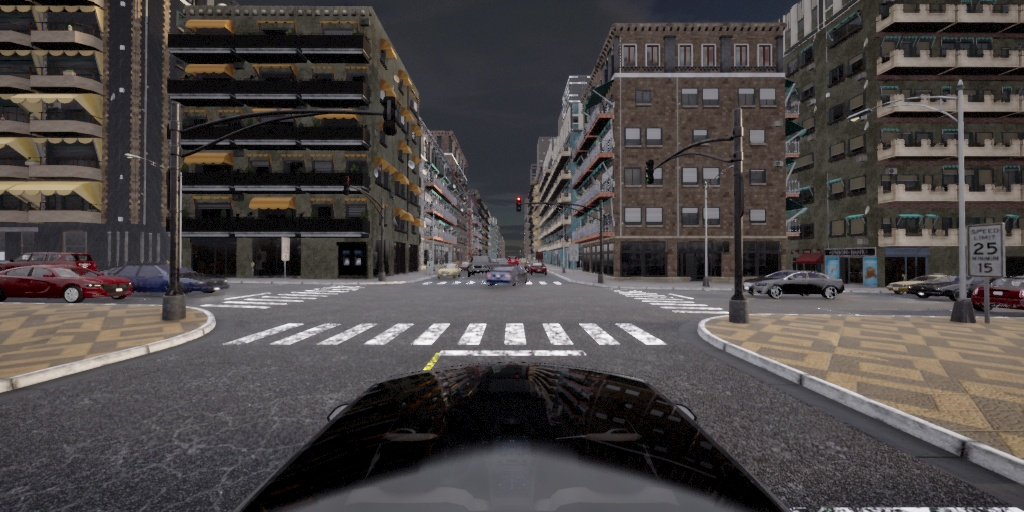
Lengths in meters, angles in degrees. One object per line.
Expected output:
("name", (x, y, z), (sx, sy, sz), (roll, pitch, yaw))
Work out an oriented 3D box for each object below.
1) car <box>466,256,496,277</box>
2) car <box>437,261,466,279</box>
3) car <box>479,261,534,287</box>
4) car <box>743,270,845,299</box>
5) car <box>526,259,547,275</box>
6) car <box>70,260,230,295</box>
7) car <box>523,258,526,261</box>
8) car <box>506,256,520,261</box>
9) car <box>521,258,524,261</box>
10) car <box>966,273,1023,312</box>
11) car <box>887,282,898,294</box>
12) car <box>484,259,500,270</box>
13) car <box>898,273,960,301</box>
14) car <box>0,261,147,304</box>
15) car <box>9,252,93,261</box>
("car", (-3.068, 0.980, 35.202), (2.150, 2.045, 5.566), (0, 0, 0))
("car", (-5.660, 1.283, 32.626), (1.751, 1.417, 4.829), (0, 0, 0))
("car", (-0.225, 1.303, 24.804), (2.033, 1.411, 5.357), (0, 0, 16))
("car", (15.323, 1.523, 19.678), (4.902, 1.511, 2.128), (1, -1, -1))
("car", (2.726, 1.305, 38.297), (1.888, 1.381, 4.507), (0, 0, 0))
("car", (-16.114, 1.057, 16.293), (5.357, 1.411, 2.033), (1, -1, -1))
("car", (2.731, 1.201, 43.821), (1.967, 1.591, 4.097), (0, 0, 0))
("car", (0.159, 0.991, 64.530), (2.150, 2.045, 5.566), (0, 0, 0))
("car", (2.741, 1.347, 54.868), (1.802, 1.307, 4.207), (0, 0, 0))
("car", (20.846, 1.501, 13.950), (4.097, 1.591, 1.967), (0, 0, 0))
("car", (26.266, 1.756, 22.300), (4.829, 1.417, 1.751), (0, 0, 0))
("car", (-3.039, 1.257, 55.688), (2.128, 1.511, 4.902), (0, 0, 0))
("car", (25.182, 1.733, 19.739), (5.357, 1.411, 2.033), (1, -1, 0))
("car", (-17.251, 1.011, 13.664), (4.507, 1.381, 1.888), (0, 0, 0))
("car", (-28.627, 0.686, 21.969), (5.009, 1.841, 2.192), (0, 0, 0))
